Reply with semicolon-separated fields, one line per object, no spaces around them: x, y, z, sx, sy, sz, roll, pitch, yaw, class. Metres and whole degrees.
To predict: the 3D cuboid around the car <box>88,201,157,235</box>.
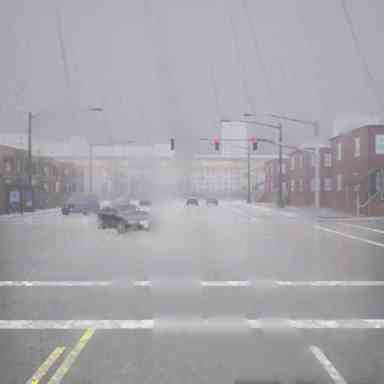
-3.817;1.493;18.868;2.128;1.511;4.902;-1;0;-38;car

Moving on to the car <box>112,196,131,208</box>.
-10.604;1.477;50.240;1.882;1.535;5.008;0;0;0;car

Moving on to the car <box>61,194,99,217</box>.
-10.633;1.221;32.177;2.150;2.045;5.566;0;0;1;car

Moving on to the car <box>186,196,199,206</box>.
0.085;1.478;56.346;1.882;1.535;5.008;0;0;0;car

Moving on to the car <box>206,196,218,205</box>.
3.481;1.505;58.461;1.837;1.490;4.892;0;0;0;car

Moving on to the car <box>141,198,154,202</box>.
-7.101;1.601;52.164;1.895;1.301;4.718;0;0;0;car

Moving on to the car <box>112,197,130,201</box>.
-7.103;1.505;32.306;1.837;1.490;4.892;0;0;0;car
